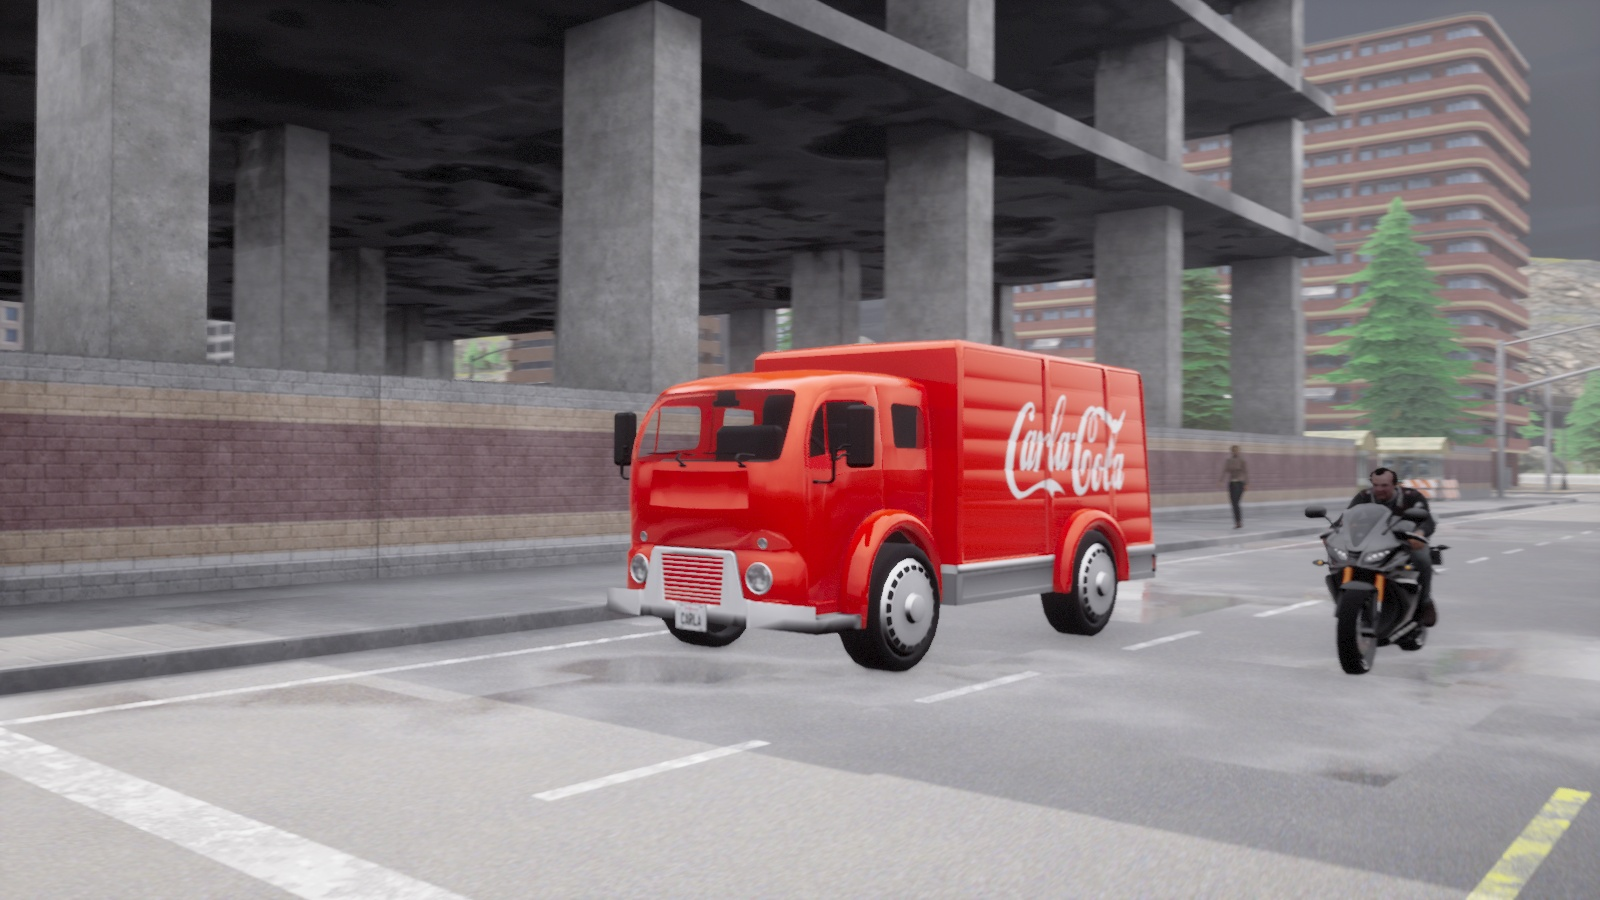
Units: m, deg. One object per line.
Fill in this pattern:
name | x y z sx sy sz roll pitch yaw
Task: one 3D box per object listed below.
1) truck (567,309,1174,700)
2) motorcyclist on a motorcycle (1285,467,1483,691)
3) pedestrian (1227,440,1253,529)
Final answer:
truck | 0.891 0.375 10.774 2.627 2.467 5.204 0 -1 39
motorcyclist on a motorcycle | 4.562 0.897 9.722 0.866 1.530 2.191 0 -1 39
pedestrian | 9.260 0.719 26.432 0.331 1.846 0.634 0 -1 38
